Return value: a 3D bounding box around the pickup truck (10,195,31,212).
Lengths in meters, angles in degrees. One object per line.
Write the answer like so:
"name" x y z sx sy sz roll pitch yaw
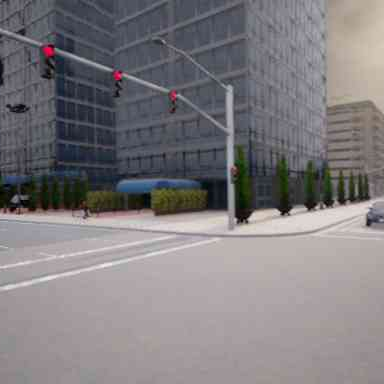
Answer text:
"pickup truck" -21.556 1.405 42.369 2.390 2.098 6.274 -1 0 -24

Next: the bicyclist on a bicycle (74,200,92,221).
"bicyclist on a bicycle" -8.440 1.435 25.839 0.582 1.620 1.656 -1 0 36

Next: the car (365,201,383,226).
"car" 12.229 1.324 20.926 1.812 1.442 4.674 -1 0 37
